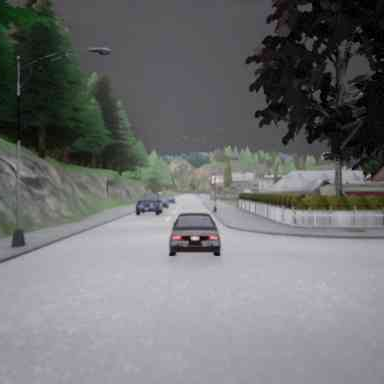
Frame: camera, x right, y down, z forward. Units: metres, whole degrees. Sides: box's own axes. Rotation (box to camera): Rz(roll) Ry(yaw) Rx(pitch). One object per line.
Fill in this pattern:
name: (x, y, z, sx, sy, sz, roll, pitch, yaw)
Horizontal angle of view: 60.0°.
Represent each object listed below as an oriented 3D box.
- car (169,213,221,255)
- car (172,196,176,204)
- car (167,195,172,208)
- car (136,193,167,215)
car: (0.097, 1.525, 13.099, 2.033, 1.411, 5.357, 0, 0, 0)
car: (-4.018, 1.376, 60.936, 1.882, 1.535, 5.008, 0, 0, 0)
car: (-4.078, 1.404, 44.194, 1.882, 1.535, 5.008, 0, 0, 0)
car: (-4.089, 1.167, 32.780, 2.150, 2.045, 5.566, 0, 0, 1)
